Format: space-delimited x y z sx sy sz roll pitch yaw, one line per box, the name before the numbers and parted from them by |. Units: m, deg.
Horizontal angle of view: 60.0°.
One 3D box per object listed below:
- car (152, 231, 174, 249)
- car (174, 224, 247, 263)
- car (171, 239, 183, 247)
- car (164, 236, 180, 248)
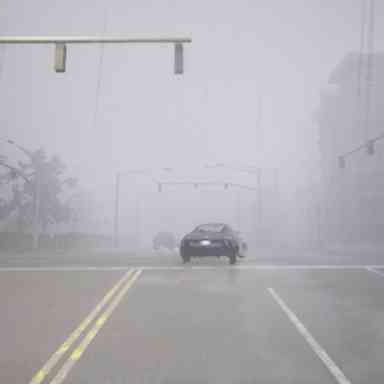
car | -3.241 5.599 38.730 2.150 2.045 5.566 0 -9 1
car | 0.944 1.944 12.954 1.994 1.385 4.181 -3 -9 14
car | -2.911 9.874 64.574 1.994 1.385 4.181 0 -9 1
car | -3.076 7.736 51.907 2.097 1.767 4.553 0 -9 1
